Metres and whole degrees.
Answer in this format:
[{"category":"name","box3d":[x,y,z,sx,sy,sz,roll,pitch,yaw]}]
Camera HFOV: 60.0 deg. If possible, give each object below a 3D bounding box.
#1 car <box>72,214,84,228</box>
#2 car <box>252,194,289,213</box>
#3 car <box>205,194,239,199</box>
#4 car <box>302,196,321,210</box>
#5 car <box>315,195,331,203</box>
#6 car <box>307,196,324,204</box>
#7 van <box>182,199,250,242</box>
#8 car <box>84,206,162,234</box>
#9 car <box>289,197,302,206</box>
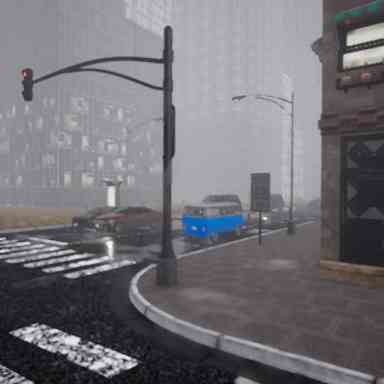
[{"category":"car","box3d":[-5.671,1.576,21.621,1.947,1.339,4.313,1,1,35]},{"category":"car","box3d":[8.410,1.217,36.962,2.150,2.045,5.566,1,0,36]},{"category":"car","box3d":[2.218,1.235,28.259,2.150,2.045,5.566,1,0,36]},{"category":"car","box3d":[15.953,1.536,42.193,1.812,1.442,4.674,1,0,36]},{"category":"car","box3d":[26.341,1.369,66.746,1.967,1.590,4.097,1,0,35]},{"category":"car","box3d":[23.139,1.486,62.234,2.008,1.369,4.403,1,0,35]},{"category":"van","box3d":[1.166,1.424,16.770,1.690,1.788,3.998,1,1,35]},{"category":"car","box3d":[-3.729,1.559,19.878,1.812,1.442,4.674,1,0,37]},{"category":"car","box3d":[16.639,1.473,53.070,1.752,1.417,4.829,1,0,35]}]
